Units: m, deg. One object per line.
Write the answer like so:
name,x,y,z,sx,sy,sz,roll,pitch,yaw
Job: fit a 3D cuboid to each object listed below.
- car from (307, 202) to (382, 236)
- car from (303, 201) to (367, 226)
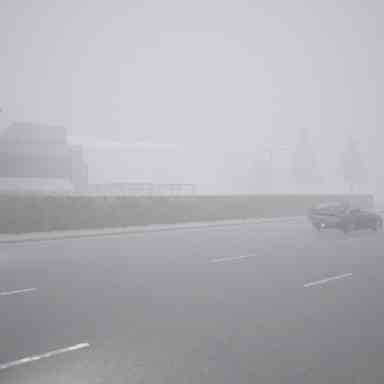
car,8.737,1.491,18.583,4.902,1.511,2.128,0,0,-36
car,10.428,1.477,24.089,5.008,1.535,1.882,0,0,-36
